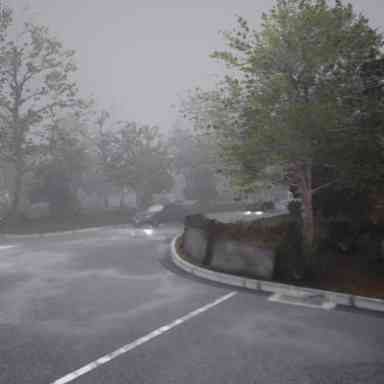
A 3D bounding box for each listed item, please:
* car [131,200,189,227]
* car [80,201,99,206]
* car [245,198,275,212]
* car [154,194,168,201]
[{"bbox_3d":[-2.064,1.510,22.588,1.812,1.442,4.674,-4,-1,36],"label":"car"},{"bbox_3d":[-23.622,2.661,76.236,4.718,1.301,1.895,-2,-2,27],"label":"car"},{"bbox_3d":[7.370,1.358,35.895,1.994,1.385,4.181,-4,-1,35],"label":"car"},{"bbox_3d":[-5.619,1.418,60.304,2.150,2.045,5.566,-2,0,-12],"label":"car"}]
